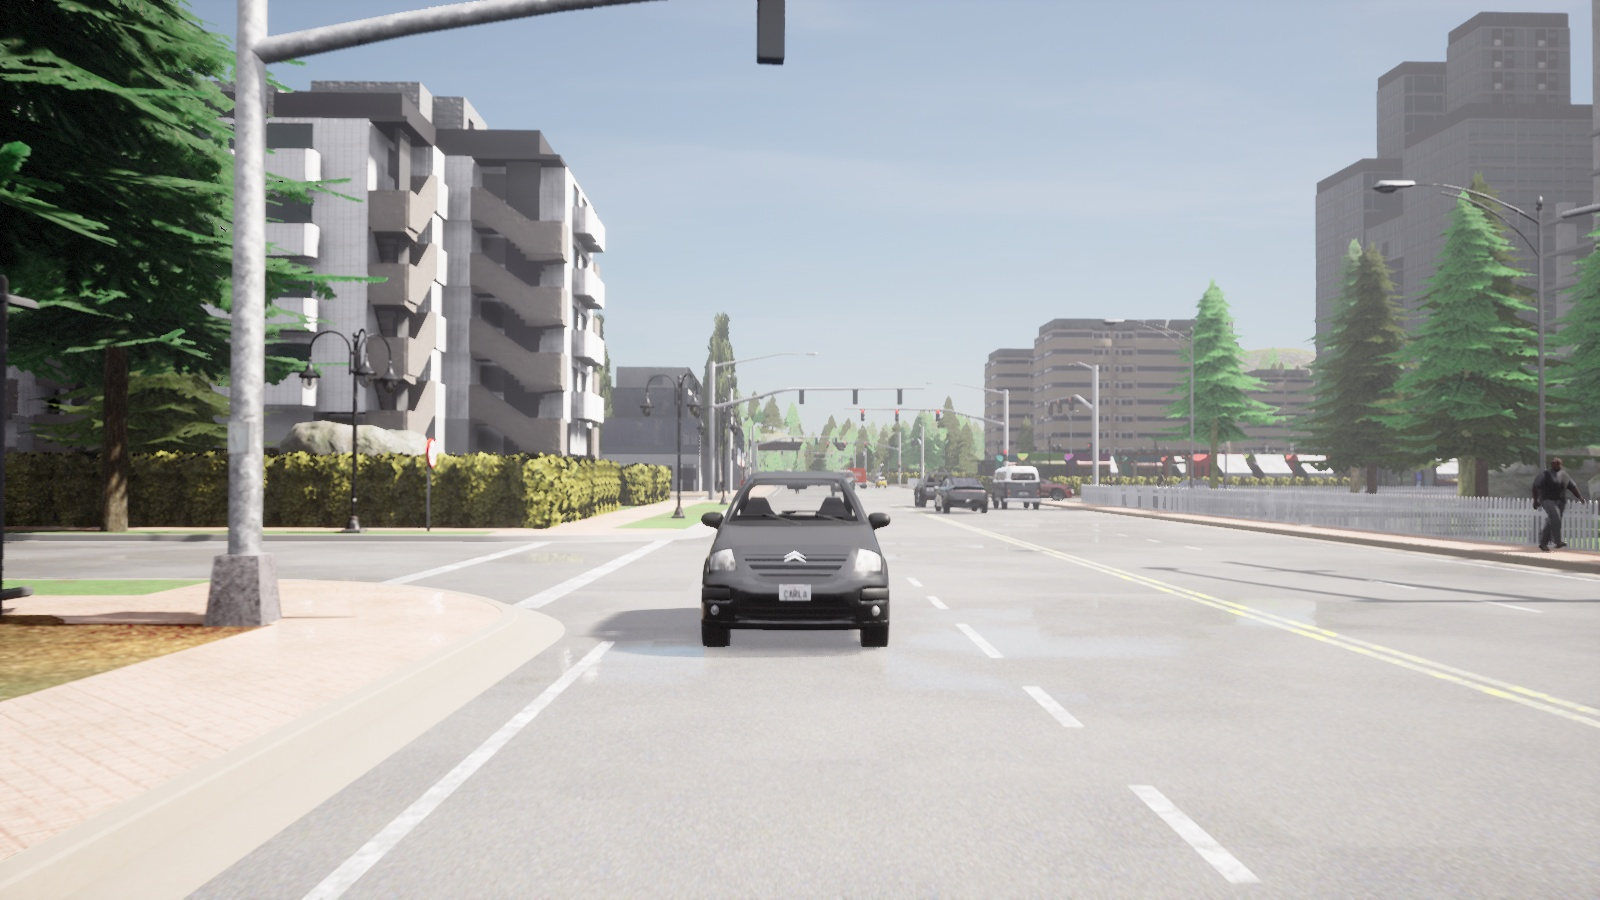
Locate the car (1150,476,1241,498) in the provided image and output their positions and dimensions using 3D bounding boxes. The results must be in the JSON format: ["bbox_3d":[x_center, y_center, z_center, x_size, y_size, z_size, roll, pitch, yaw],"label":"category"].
[{"bbox_3d":[26.191,2.468,83.201,5.357,1.411,2.033,0,-1,-1],"label":"car"}]

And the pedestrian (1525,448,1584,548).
[{"bbox_3d":[14.476,0.915,24.111,0.563,1.883,0.849,0,-1,-1],"label":"pedestrian"}]

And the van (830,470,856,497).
[{"bbox_3d":[3.263,2.519,95.596,1.775,1.987,4.442,0,-1,0],"label":"van"}]

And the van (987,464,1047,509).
[{"bbox_3d":[10.350,1.737,60.266,2.069,2.038,4.480,0,-1,0],"label":"van"}]

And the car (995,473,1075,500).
[{"bbox_3d":[14.931,2.324,79.734,4.856,1.649,2.033,-1,-1,14],"label":"car"}]

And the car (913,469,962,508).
[{"bbox_3d":[6.842,1.898,62.853,1.932,1.855,4.605,0,-1,0],"label":"car"}]

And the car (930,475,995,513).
[{"bbox_3d":[6.869,1.848,53.632,2.128,1.511,4.902,0,-1,0],"label":"car"}]

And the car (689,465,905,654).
[{"bbox_3d":[-0.032,0.982,12.818,1.851,1.617,3.988,0,-1,0],"label":"car"}]
